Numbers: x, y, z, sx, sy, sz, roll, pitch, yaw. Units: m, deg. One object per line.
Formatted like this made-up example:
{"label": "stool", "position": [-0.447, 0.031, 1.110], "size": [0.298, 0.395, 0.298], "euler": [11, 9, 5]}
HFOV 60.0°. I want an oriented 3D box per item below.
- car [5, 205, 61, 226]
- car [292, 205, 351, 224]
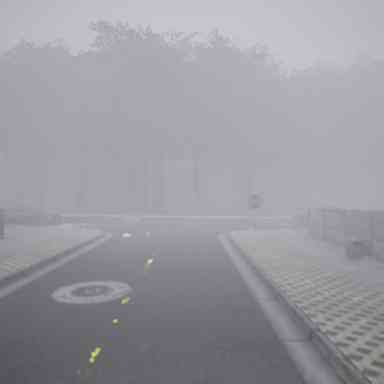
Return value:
{"label": "car", "position": [-11.379, 1.602, 23.215], "size": [4.181, 1.385, 1.994], "euler": [1, 1, 3]}
{"label": "car", "position": [10.318, 1.759, 26.332], "size": [4.674, 1.442, 1.812], "euler": [0, 1, 0]}
